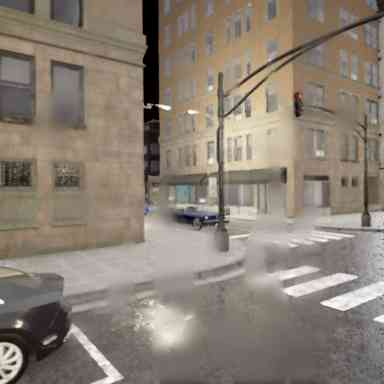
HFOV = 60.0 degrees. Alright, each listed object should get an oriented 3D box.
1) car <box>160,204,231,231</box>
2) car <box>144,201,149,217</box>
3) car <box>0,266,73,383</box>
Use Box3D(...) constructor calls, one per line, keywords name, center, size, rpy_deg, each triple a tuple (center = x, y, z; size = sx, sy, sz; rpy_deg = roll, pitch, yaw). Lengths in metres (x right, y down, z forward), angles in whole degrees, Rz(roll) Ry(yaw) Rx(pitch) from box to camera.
Box3D(name="car", center=(0.090, 1.392, 19.428), size=(1.895, 1.301, 4.718), rpy_deg=(-1, 1, -36))
Box3D(name="car", center=(-5.652, 0.962, 27.410), size=(2.150, 2.045, 5.566), rpy_deg=(-1, 1, -36))
Box3D(name="car", center=(-3.624, 1.562, 3.600), size=(4.403, 1.369, 2.008), rpy_deg=(-1, 0, -36))
